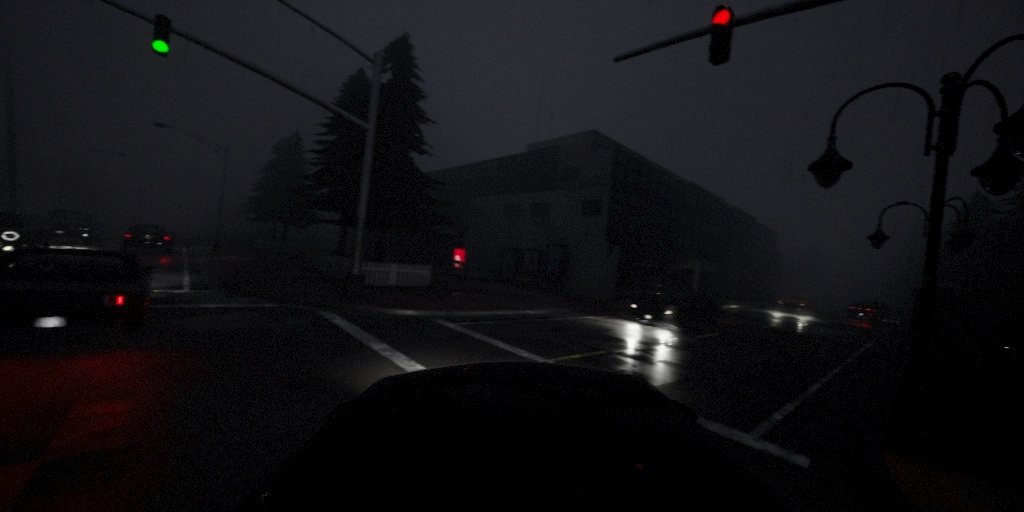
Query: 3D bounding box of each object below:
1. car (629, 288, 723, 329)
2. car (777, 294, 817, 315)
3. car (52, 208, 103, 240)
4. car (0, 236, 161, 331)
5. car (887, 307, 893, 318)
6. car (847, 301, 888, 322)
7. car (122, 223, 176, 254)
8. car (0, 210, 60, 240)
[{"bbox_3d":[7.162,2.120,15.221,5.357,1.411,2.033,6,0,-41],"label":"car"},{"bbox_3d":[23.299,3.837,29.256,5.008,1.535,1.882,6,0,-41],"label":"car"},{"bbox_3d":[-27.596,-1.904,22.520,2.150,2.045,5.566,6,-1,-42],"label":"car"},{"bbox_3d":[-8.093,0.512,6.736,1.895,1.301,4.718,6,0,-44],"label":"car"},{"bbox_3d":[37.648,5.438,37.025,4.892,1.490,1.837,6,0,-41],"label":"car"},{"bbox_3d":[29.221,4.503,29.627,4.892,1.490,1.837,6,0,-40],"label":"car"},{"bbox_3d":[-22.220,-1.197,22.060,2.097,1.767,4.553,6,0,-43],"label":"car"},{"bbox_3d":[-19.110,-0.895,13.217,2.097,1.767,4.553,6,0,-42],"label":"car"}]
